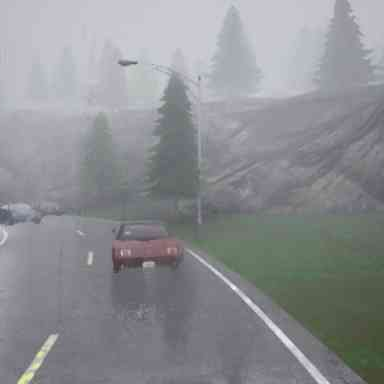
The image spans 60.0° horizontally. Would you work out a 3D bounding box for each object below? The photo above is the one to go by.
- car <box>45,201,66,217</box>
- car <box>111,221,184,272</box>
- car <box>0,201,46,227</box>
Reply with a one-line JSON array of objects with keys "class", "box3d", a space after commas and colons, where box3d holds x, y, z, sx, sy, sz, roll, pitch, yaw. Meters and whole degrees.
[{"class": "car", "box3d": [-13.231, 1.480, 29.305, 5.357, 1.411, 2.033, 0, 0, 39]}, {"class": "car", "box3d": [-1.643, 1.575, 10.751, 1.895, 1.301, 4.718, 0, 0, -14]}, {"class": "car", "box3d": [-11.962, 1.474, 22.886, 1.812, 1.442, 4.674, 0, 0, -43]}]
